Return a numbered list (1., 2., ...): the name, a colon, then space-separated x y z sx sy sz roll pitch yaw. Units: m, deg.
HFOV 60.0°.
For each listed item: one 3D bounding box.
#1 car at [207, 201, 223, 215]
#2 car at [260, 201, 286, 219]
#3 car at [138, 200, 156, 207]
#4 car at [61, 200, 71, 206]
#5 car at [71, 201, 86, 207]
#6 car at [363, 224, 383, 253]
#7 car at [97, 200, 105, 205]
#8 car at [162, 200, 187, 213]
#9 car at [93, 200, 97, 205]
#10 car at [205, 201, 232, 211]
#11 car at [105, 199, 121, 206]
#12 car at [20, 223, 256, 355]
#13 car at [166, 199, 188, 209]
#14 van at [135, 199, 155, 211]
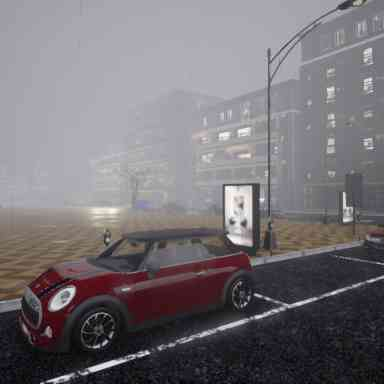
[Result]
1. car: 3.712 1.969 36.821 2.008 1.369 4.403 -2 0 -36
2. car: 7.016 1.888 32.338 2.008 1.369 4.403 -2 0 -36
3. car: -9.264 2.425 68.768 1.802 1.307 4.206 -2 0 -36
4. car: -32.532 2.862 86.211 1.887 1.381 4.507 -2 0 -36
5. car: -25.924 2.703 77.246 2.008 1.369 4.403 -2 0 -36
6. car: 8.130 1.581 12.501 4.206 1.307 1.802 0 0 -36
7. car: -22.482 2.737 86.700 1.947 1.339 4.313 -2 0 -36
8. car: -2.440 2.115 45.244 1.887 1.381 4.507 -2 0 -36
9. car: -25.787 2.798 91.183 1.887 1.381 4.507 -2 0 -36
10. car: 4.016 2.097 50.884 1.802 1.307 4.206 -2 0 -36
11. car: -19.181 2.529 82.217 1.967 1.590 4.097 -2 0 -36
12. car: -0.818 1.440 6.006 4.097 1.590 1.967 0 0 -36
13. car: -2.655 2.119 59.805 1.967 1.590 4.097 -2 0 -36
14. van: -7.419 2.035 52.087 1.690 1.788 3.998 -2 0 -36
